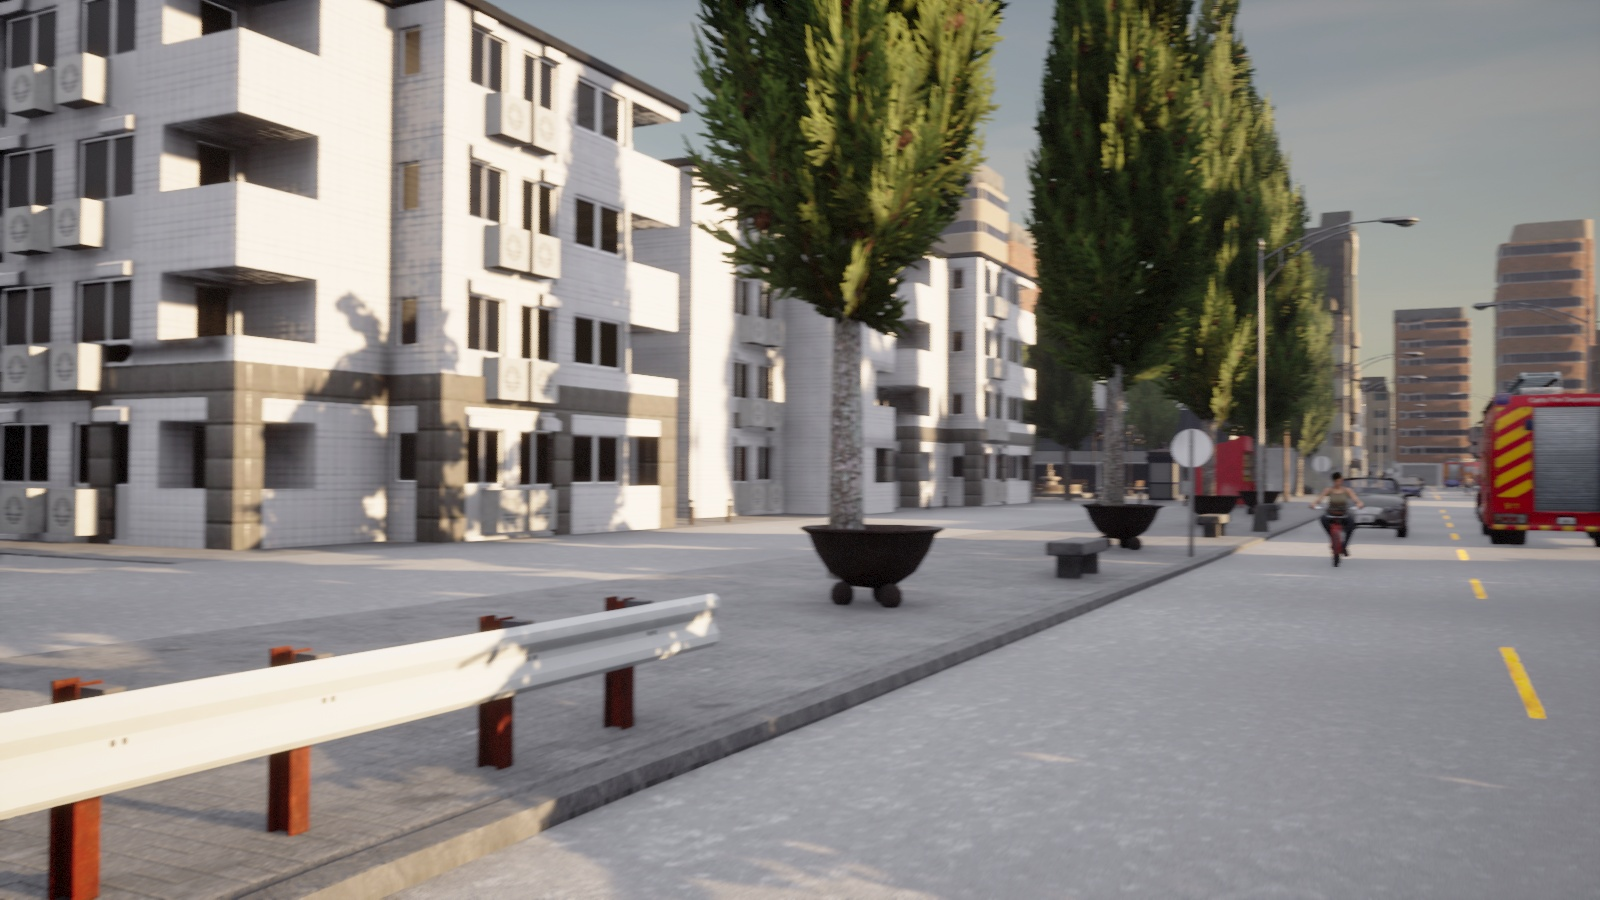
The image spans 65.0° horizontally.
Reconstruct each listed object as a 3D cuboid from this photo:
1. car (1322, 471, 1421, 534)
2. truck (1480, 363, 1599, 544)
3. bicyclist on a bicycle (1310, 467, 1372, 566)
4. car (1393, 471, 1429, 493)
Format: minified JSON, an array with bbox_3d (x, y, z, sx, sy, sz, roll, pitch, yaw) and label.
[{"bbox_3d":[14.972,1.304,32.738,2.128,1.511,4.902,-1,-1,27],"label":"car"},{"bbox_3d":[18.331,0.142,30.540,2.891,3.827,8.468,-1,-1,27],"label":"truck"},{"bbox_3d":[9.233,1.100,21.409,0.866,1.612,1.509,-1,-1,27],"label":"bicyclist on a bicycle"},{"bbox_3d":[42.703,2.243,87.706,2.163,1.488,4.792,-1,-1,27],"label":"car"}]
